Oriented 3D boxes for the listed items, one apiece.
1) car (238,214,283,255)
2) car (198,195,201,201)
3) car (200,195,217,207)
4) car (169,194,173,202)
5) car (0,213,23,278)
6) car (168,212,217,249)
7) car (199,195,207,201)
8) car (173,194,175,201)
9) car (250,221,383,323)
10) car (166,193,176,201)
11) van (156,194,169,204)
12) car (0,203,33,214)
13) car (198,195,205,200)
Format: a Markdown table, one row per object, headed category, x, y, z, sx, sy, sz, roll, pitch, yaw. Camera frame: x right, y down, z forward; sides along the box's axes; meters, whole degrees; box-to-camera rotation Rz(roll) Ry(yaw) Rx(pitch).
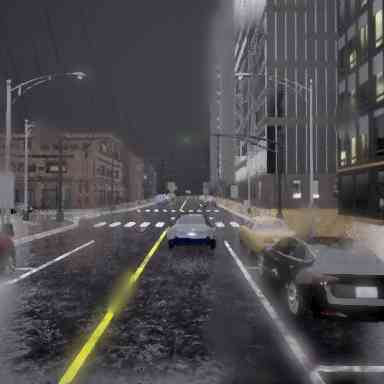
| category | x | y | z | sx | sy | sz | roll | pitch | yaw |
| --- | --- | --- | --- | --- | --- | --- | --- | --- | --- |
| car | 2.839 | 1.528 | 12.974 | 1.752 | 1.417 | 4.829 | 1 | 0 | 0 |
| car | 2.702 | 1.554 | 78.597 | 1.752 | 1.417 | 4.829 | 1 | 0 | 0 |
| car | 2.703 | 1.457 | 50.752 | 1.967 | 1.590 | 4.097 | 1 | 0 | 0 |
| car | -5.679 | 1.608 | 72.904 | 1.802 | 1.307 | 4.206 | 1 | 0 | 0 |
| car | -5.677 | 1.441 | 7.215 | 1.967 | 1.590 | 4.097 | 1 | 0 | 0 |
| car | 0.000 | 1.577 | 14.651 | 1.994 | 1.385 | 4.181 | 0 | 0 | 0 |
| car | 2.702 | 1.557 | 84.131 | 1.752 | 1.417 | 4.829 | 1 | 0 | 0 |
| car | -5.679 | 1.595 | 78.438 | 1.947 | 1.339 | 4.313 | 1 | 0 | 0 |
| car | 2.668 | 1.567 | 7.160 | 1.947 | 1.339 | 4.313 | 1 | 0 | 0 |
| car | -5.675 | 1.349 | 89.507 | 2.192 | 1.841 | 5.009 | 1 | 0 | 0 |
| van | -5.676 | 1.363 | 61.835 | 1.690 | 1.788 | 3.998 | 1 | 0 | 0 |
| car | -19.418 | 1.813 | 35.880 | 4.313 | 1.339 | 1.947 | -1 | 0 | 1 |
| car | 2.701 | 1.581 | 95.031 | 1.887 | 1.381 | 4.507 | 1 | 0 | 0 |
